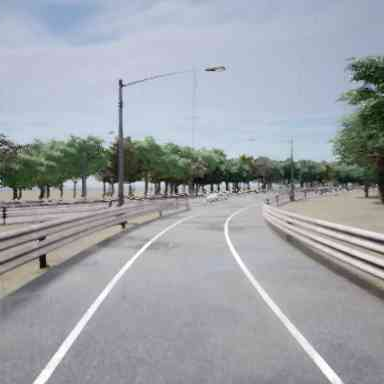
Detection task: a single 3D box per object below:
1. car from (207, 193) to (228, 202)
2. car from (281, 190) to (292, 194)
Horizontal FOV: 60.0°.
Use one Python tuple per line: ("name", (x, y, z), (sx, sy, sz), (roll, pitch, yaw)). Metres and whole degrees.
("car", (4.426, 0.957, 58.296), (1.812, 1.442, 4.674), (0, 2, 40))
("car", (23.725, 0.185, 81.451), (1.895, 1.301, 4.718), (0, 2, 40))
